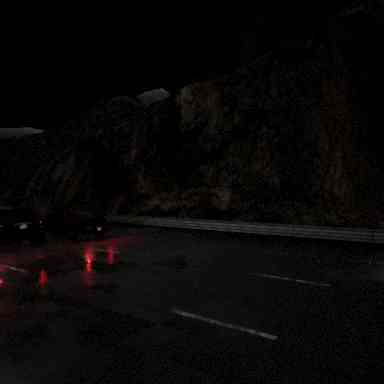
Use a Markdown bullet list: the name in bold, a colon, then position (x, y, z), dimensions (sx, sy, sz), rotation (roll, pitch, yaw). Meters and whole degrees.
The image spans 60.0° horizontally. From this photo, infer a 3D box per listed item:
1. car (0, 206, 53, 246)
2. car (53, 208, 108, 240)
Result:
- **car**: position (-8.229, 1.363, 14.044), dimensions (4.553, 1.767, 2.097), rotation (0, 0, 36)
- **car**: position (-6.217, 1.530, 16.908), dimensions (4.674, 1.442, 1.812), rotation (0, 0, 36)
